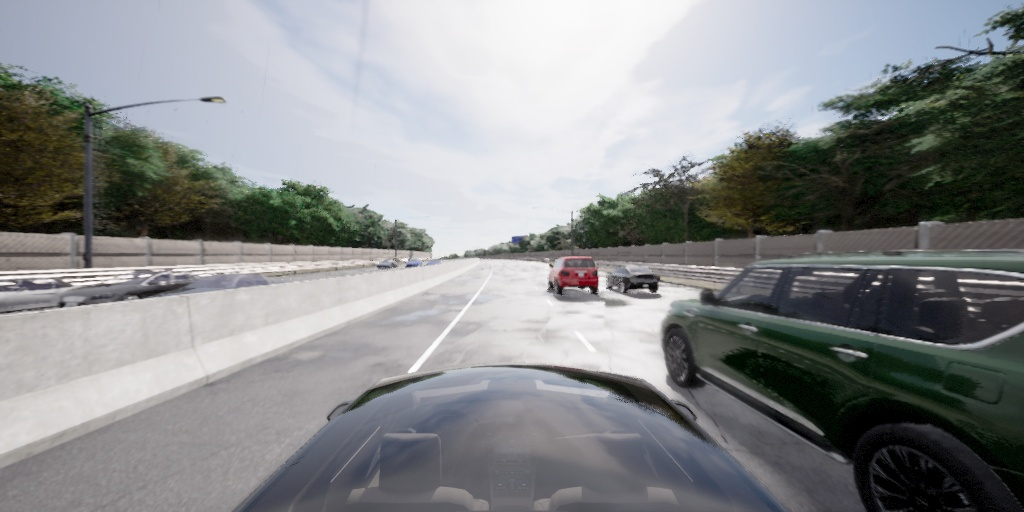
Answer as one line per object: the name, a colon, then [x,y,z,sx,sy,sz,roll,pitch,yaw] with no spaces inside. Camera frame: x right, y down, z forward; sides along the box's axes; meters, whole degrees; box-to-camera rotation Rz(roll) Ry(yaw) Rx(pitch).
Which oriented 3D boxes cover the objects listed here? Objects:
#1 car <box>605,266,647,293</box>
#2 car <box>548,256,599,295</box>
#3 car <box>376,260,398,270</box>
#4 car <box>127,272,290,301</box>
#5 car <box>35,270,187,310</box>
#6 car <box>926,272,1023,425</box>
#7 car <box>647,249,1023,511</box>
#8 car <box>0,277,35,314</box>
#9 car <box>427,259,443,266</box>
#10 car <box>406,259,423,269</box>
car: [6.934,1.318,21.133,1.837,1.490,4.892,0,0,-1]
car: [3.442,1.038,20.764,2.150,2.045,5.566,0,0,-1]
car: [-18.695,1.280,54.051,2.033,1.411,5.357,0,0,-2]
car: [-10.663,1.370,13.627,2.033,1.411,5.357,0,0,0]
car: [-14.168,1.319,13.962,2.128,1.511,4.902,0,0,-1]
car: [7.088,1.097,2.952,2.097,1.767,4.553,0,0,0]
car: [3.592,0.978,3.776,2.150,2.045,5.566,0,0,0]
car: [-17.653,1.430,12.507,1.895,1.301,4.718,0,0,-1]
car: [-11.736,1.207,54.805,1.882,1.535,5.008,0,0,-2]
car: [-15.307,1.201,56.512,1.882,1.535,5.008,0,0,-2]
